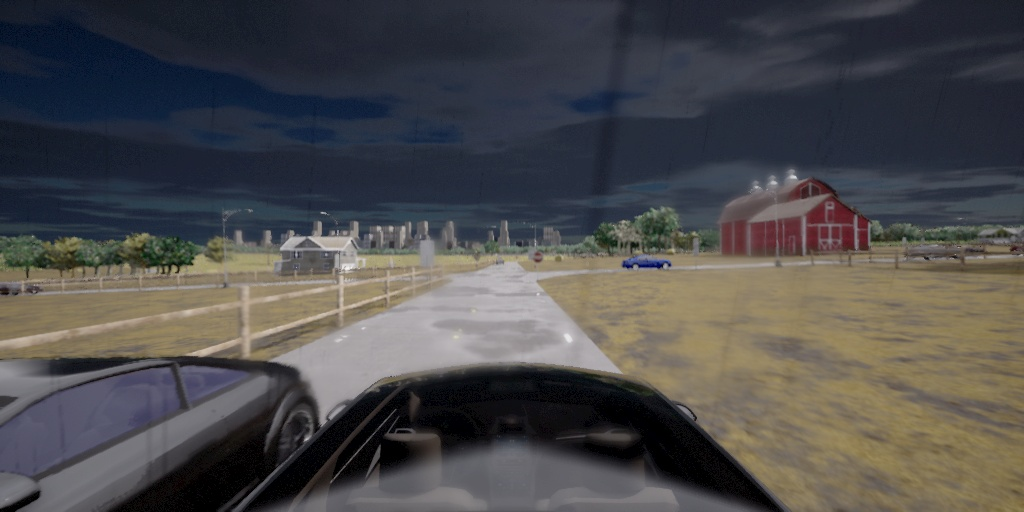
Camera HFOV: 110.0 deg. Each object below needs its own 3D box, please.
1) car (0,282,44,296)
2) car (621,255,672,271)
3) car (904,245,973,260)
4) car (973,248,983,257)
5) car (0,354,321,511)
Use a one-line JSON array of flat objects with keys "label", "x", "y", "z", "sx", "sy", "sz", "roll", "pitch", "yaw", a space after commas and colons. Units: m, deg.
[{"label": "car", "x": -51.865, "y": 3.394, "z": 36.959, "sx": 5.357, "sy": 1.411, "sz": 2.033, "roll": -2, "pitch": 0, "yaw": 0}, {"label": "car", "x": 13.859, "y": 0.661, "z": 37.052, "sx": 5.008, "sy": 1.535, "sz": 1.882, "roll": -2, "pitch": 0, "yaw": 0}, {"label": "car", "x": 43.578, "y": -0.401, "z": 37.048, "sx": 4.902, "sy": 1.511, "sz": 2.128, "roll": -2, "pitch": 0, "yaw": 0}, {"label": "car", "x": 49.035, "y": -0.448, "z": 39.850, "sx": 4.718, "sy": 1.301, "sz": 1.895, "roll": -2, "pitch": 0, "yaw": 0}, {"label": "car", "x": -2.849, "y": 1.314, "z": 1.782, "sx": 1.994, "sy": 1.385, "sz": 4.181, "roll": 0, "pitch": 0, "yaw": 0}]
